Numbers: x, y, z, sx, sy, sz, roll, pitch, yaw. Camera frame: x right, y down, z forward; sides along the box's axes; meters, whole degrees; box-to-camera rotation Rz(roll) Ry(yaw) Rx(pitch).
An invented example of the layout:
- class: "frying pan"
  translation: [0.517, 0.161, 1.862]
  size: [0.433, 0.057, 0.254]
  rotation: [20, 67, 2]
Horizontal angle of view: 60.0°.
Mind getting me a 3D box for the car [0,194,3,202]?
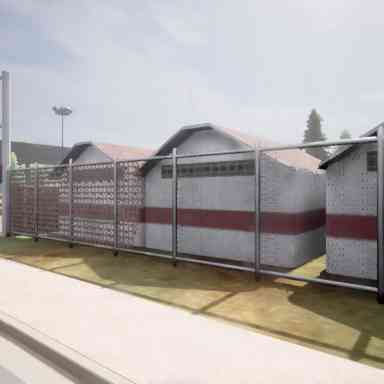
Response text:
- class: "car"
  translation: [-22.566, 1.222, 40.017]
  size: [2.150, 2.045, 5.566]
  rotation: [0, 0, 37]
